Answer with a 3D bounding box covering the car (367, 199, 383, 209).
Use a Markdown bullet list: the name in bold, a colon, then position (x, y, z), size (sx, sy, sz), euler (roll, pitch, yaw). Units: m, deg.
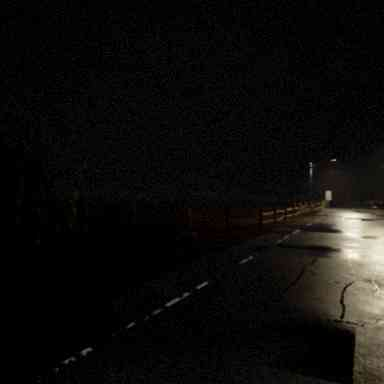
- **car**: position (29.262, 1.970, 53.279), size (1.837, 1.490, 4.892), euler (-1, 0, 27)
